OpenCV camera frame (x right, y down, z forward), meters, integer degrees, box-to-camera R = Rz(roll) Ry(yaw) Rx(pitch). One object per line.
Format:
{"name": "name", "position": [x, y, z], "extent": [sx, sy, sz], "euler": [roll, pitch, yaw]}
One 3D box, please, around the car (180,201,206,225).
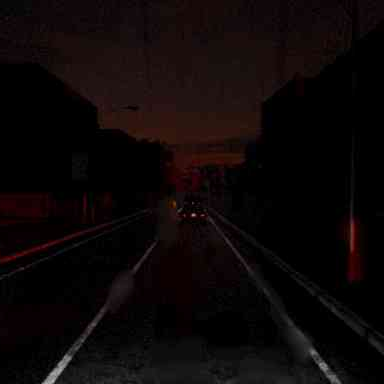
{"name": "car", "position": [0.095, 1.653, 25.194], "extent": [2.033, 1.411, 5.357], "euler": [0, 0, 0]}

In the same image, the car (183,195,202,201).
{"name": "car", "position": [0.090, 1.414, 40.950], "extent": [2.150, 2.045, 5.566], "euler": [0, 0, -1]}

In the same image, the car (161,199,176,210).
{"name": "car", "position": [-3.233, 1.684, 46.064], "extent": [1.882, 1.535, 5.008], "euler": [0, 0, 1]}
